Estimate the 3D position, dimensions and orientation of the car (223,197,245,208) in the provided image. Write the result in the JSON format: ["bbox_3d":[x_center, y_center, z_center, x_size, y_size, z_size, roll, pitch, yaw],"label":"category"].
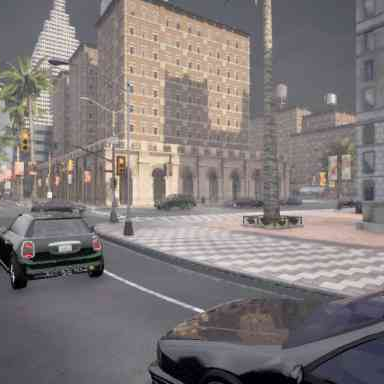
[{"bbox_3d":[6.669,1.505,47.633,4.892,1.490,1.837,0,0,-33],"label":"car"}]

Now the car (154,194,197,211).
[{"bbox_3d":[-2.037,1.221,41.942,5.566,2.045,2.150,0,0,-33],"label":"car"}]

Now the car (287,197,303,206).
[{"bbox_3d":[15.432,1.547,53.358,5.357,1.411,2.033,0,0,-32],"label":"car"}]

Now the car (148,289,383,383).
[{"bbox_3d":[2.135,1.547,2.552,5.357,1.411,2.033,0,0,37],"label":"car"}]

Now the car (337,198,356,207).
[{"bbox_3d":[24.177,1.601,50.529,4.718,1.301,1.895,0,0,-34],"label":"car"}]

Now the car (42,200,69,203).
[{"bbox_3d":[-12.610,1.505,31.635,4.892,1.490,1.837,0,1,-17],"label":"car"}]

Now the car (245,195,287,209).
[{"bbox_3d":[10.154,1.477,45.479,5.008,1.535,1.882,0,0,-33],"label":"car"}]

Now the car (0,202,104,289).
[{"bbox_3d":[-4.247,1.352,9.553,2.097,1.767,4.553,0,0,-36],"label":"car"}]
